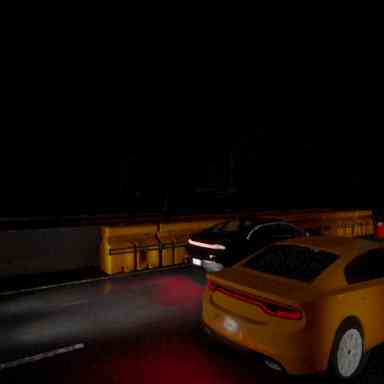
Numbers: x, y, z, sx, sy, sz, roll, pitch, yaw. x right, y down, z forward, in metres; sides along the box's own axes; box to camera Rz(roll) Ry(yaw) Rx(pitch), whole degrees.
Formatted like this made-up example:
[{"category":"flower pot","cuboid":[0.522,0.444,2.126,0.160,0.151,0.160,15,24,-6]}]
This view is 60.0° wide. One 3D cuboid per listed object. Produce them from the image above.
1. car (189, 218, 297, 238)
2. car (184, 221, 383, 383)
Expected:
[{"category":"car","cuboid":[2.084,1.491,9.534,4.902,1.511,2.128,0,0,-36]},{"category":"car","cuboid":[2.483,1.478,5.521,5.008,1.535,1.882,0,0,-36]}]
